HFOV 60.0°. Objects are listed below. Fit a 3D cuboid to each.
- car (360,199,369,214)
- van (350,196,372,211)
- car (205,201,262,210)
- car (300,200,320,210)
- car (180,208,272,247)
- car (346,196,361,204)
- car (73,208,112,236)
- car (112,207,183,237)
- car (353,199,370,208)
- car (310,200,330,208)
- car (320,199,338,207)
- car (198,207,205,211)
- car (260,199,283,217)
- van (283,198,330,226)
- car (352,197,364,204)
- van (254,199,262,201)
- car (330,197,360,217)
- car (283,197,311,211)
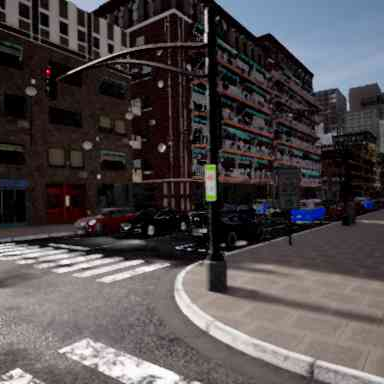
[{"bbox_3d":[18.416,1.753,37.728,1.802,1.307,4.206,-2,-2,36],"label":"car"},{"bbox_3d":[21.757,1.537,42.270,1.690,1.788,3.998,-2,-2,36],"label":"van"},{"bbox_3d":[3.504,1.735,27.257,2.128,1.511,4.902,-2,-1,37],"label":"car"},{"bbox_3d":[18.370,2.015,51.778,1.802,1.307,4.206,-2,-2,36],"label":"car"},{"bbox_3d":[1.682,1.616,15.043,1.947,1.339,4.313,-2,-2,36],"label":"car"},{"bbox_3d":[38.444,1.894,79.007,2.192,1.841,5.009,-2,-2,36],"label":"car"},{"bbox_3d":[-5.060,1.703,20.022,1.967,1.590,4.097,-2,-2,36],"label":"car"},{"bbox_3d":[-2.085,1.708,19.688,1.837,1.490,4.892,-2,-1,36],"label":"car"},{"bbox_3d":[28.259,1.850,55.431,1.812,1.442,4.674,-2,-1,36],"label":"car"},{"bbox_3d":[21.717,2.023,56.316,1.947,1.339,4.313,-2,-2,36],"label":"car"},{"bbox_3d":[25.063,2.047,60.853,1.947,1.339,4.313,-2,-2,36],"label":"car"},{"bbox_3d":[1.635,1.877,29.094,1.947,1.339,4.313,-2,-2,36],"label":"car"},{"bbox_3d":[9.436,1.778,35.289,2.128,1.511,4.902,-2,-1,37],"label":"car"},{"bbox_3d":[8.370,1.440,24.122,1.690,1.788,3.998,-2,-2,36],"label":"van"},{"bbox_3d":[41.794,2.043,83.541,1.967,1.590,4.097,-2,-2,36],"label":"car"},{"bbox_3d":[8.324,1.701,38.173,1.690,1.788,3.998,-2,-2,36],"label":"van"},{"bbox_3d":[15.066,1.587,33.195,1.967,1.590,4.097,-2,-2,36],"label":"car"},{"bbox_3d":[15.017,1.724,47.248,2.192,1.841,5.009,-2,-2,36],"label":"car"}]
